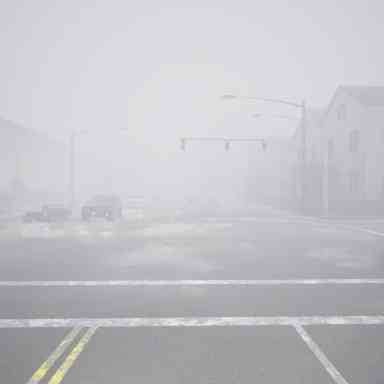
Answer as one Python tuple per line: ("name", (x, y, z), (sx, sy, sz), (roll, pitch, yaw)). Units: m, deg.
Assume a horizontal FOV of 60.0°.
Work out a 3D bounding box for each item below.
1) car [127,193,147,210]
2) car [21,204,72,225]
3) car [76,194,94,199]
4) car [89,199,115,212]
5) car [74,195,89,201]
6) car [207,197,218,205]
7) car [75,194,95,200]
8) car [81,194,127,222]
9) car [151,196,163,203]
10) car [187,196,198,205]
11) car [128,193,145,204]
("car", (-7.058, 1.220, 42.197), (2.150, 2.045, 5.566), (0, 0, 0))
("car", (-10.576, 1.601, 24.541), (1.895, 1.301, 4.718), (0, 0, 0))
("car", (-28.904, 1.294, 89.741), (1.853, 1.218, 4.536), (0, 0, 29))
("car", (-10.560, 1.563, 39.440), (1.994, 1.385, 4.181), (0, 0, 0))
("car", (-28.095, 1.452, 84.419), (2.038, 1.542, 4.974), (0, 0, -36))
("car", (3.558, 1.598, 58.695), (1.895, 1.301, 4.718), (0, 0, 0))
("car", (-28.880, 1.452, 89.786), (2.038, 1.542, 4.974), (0, 0, 29))
("car", (-7.073, 1.222, 26.668), (2.150, 2.045, 5.566), (0, 0, 0))
("car", (-6.962, 1.507, 66.546), (1.837, 1.490, 4.892), (0, -1, 1))
("car", (0.059, 1.491, 58.669), (2.128, 1.511, 4.902), (0, 0, 0))
("car", (-10.489, 1.223, 63.094), (2.150, 2.045, 5.566), (0, 0, 1))
